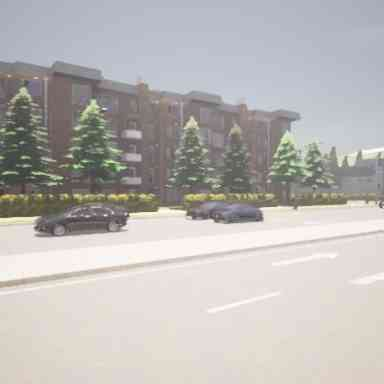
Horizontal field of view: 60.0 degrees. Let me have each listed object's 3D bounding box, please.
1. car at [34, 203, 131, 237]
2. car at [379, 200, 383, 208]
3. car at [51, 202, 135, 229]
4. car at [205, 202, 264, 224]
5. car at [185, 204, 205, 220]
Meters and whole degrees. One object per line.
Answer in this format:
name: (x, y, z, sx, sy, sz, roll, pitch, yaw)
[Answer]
car: (-5.940, 1.490, 18.169, 4.892, 1.490, 1.837, 0, 0, -35)
car: (28.119, 1.504, 46.779, 4.902, 1.511, 2.128, 0, 0, -37)
car: (-6.488, 1.473, 22.069, 4.902, 1.511, 2.128, 0, 0, -35)
car: (3.414, 1.556, 24.803, 4.181, 1.385, 1.994, 0, 0, -35)
car: (2.060, 1.536, 28.141, 5.357, 1.411, 2.033, 0, 0, -35)
